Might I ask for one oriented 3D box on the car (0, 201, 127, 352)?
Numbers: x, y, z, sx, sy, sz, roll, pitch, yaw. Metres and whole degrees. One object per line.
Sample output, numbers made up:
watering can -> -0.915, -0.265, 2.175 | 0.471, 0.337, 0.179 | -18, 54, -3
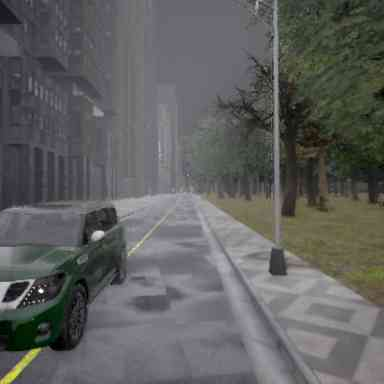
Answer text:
car -> -2.740, 1.238, 6.597 | 2.150, 2.045, 5.566 | 0, 0, 0
